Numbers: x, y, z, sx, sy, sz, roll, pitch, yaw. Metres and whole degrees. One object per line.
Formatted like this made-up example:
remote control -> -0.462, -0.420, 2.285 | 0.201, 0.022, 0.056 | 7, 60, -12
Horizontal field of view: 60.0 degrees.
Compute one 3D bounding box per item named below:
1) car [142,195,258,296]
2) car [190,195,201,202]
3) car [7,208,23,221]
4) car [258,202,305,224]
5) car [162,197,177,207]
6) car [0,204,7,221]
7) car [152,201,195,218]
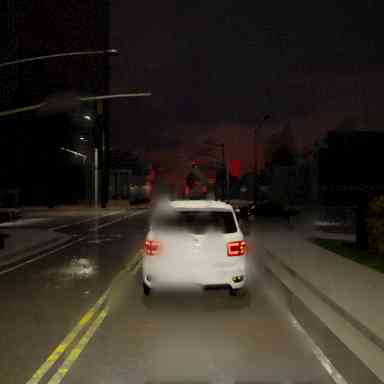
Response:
car -> 0.079, 1.221, 8.759 | 2.150, 2.045, 5.566 | 0, 0, 0
car -> 0.841, 1.524, 78.642 | 1.812, 1.442, 4.674 | 0, 0, 12
car -> -16.503, 1.635, 27.488 | 4.674, 1.442, 1.812 | 0, 0, 0
car -> 5.632, 1.505, 24.149 | 4.892, 1.490, 1.837 | 0, 0, 0
car -> -3.532, 1.564, 52.903 | 1.994, 1.385, 4.181 | 0, 0, 0
car -> -16.781, 1.656, 23.966 | 5.357, 1.411, 2.033 | -1, 0, -3
car -> -1.708, 1.582, 31.963 | 1.994, 1.385, 4.181 | 0, 0, 34
